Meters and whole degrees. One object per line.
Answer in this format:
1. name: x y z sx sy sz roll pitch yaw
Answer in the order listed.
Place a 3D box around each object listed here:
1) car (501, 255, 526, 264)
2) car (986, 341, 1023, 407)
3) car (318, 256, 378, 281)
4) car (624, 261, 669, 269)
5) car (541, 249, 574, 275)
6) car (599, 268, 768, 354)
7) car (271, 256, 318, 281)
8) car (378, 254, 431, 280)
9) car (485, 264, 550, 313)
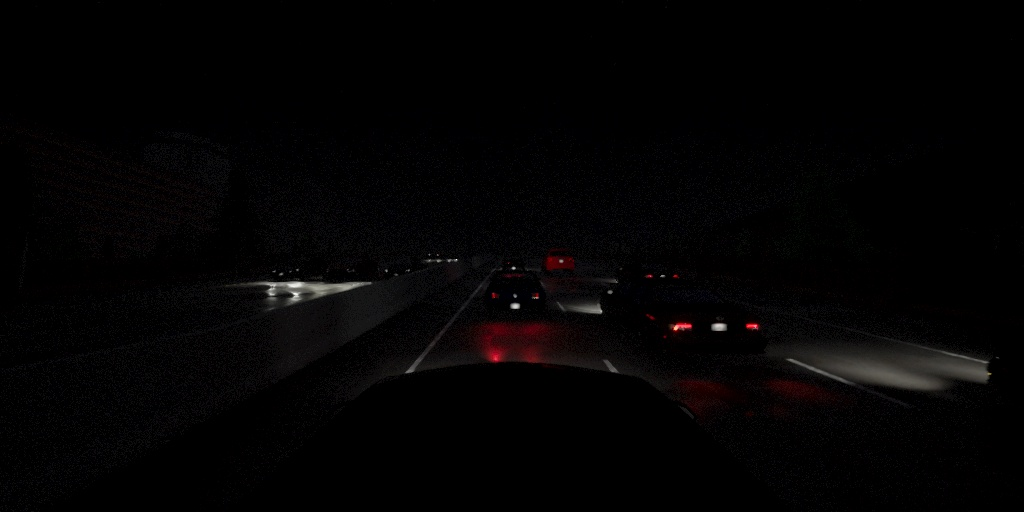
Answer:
1. car: 0.135 0.659 30.449 1.837 1.490 4.892 0 2 0
2. car: 7.053 1.255 2.553 1.837 1.490 4.892 0 0 1
3. car: -10.568 0.779 24.061 1.882 1.535 5.008 0 1 0
4. car: 7.089 0.972 19.233 2.033 1.411 5.357 0 1 0
5. car: 3.635 0.409 29.074 2.150 2.045 5.566 0 1 0
6. car: 3.594 1.222 8.715 2.033 1.411 5.357 0 1 0
7. car: -14.068 0.799 24.259 1.837 1.490 4.892 0 2 0
8. car: -7.068 0.826 24.143 1.812 1.442 4.674 0 1 0
9. car: 0.109 1.171 13.017 1.895 1.301 4.718 0 1 0
